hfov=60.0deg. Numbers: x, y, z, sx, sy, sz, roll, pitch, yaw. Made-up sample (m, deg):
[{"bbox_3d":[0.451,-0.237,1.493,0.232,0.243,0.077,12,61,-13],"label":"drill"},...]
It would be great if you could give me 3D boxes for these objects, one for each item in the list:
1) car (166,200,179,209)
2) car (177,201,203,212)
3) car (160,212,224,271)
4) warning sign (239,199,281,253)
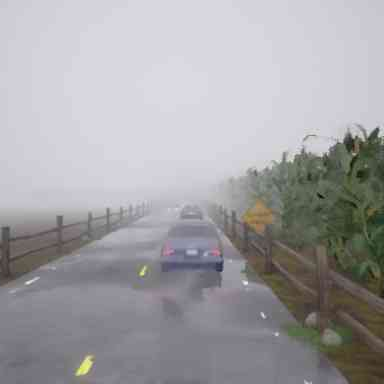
[{"bbox_3d":[-2.992,1.951,52.808,1.994,1.385,4.181,0,0,0],"label":"car"},{"bbox_3d":[-0.023,1.779,30.285,1.994,1.385,4.181,0,0,0],"label":"car"},{"bbox_3d":[0.013,1.620,11.073,2.033,1.411,5.357,0,0,0],"label":"car"},{"bbox_3d":[2.415,1.194,12.035,1.300,1.860,1.060,0,0,0],"label":"warning sign"}]
